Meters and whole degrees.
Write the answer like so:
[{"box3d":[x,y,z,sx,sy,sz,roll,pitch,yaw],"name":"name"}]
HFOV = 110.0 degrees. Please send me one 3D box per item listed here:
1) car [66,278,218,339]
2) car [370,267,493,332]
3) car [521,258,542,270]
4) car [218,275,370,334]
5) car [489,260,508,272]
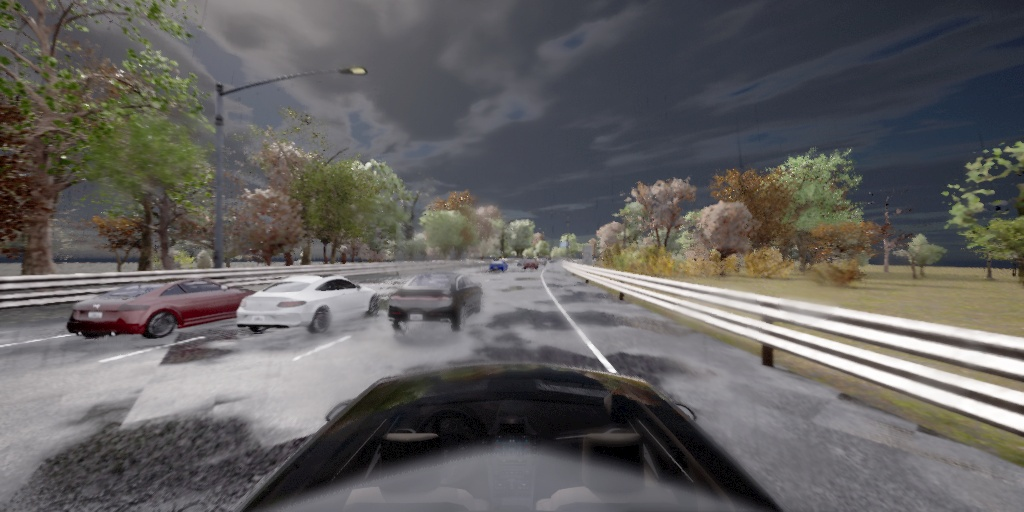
[{"box3d":[-9.184,1.297,10.047,1.994,1.385,4.181,0,0,5],"name":"car"},{"box3d":[-2.087,1.252,11.011,2.128,1.511,4.902,0,0,5],"name":"car"},{"box3d":[3.206,1.215,57.267,2.097,1.767,4.553,0,0,8],"name":"car"},{"box3d":[-5.632,1.273,10.528,1.812,1.442,4.674,0,0,5],"name":"car"},{"box3d":[-1.707,1.304,47.233,1.882,1.535,5.008,0,0,7],"name":"car"}]
